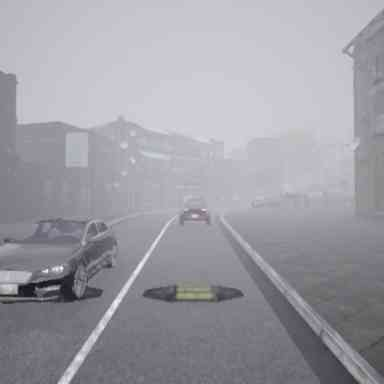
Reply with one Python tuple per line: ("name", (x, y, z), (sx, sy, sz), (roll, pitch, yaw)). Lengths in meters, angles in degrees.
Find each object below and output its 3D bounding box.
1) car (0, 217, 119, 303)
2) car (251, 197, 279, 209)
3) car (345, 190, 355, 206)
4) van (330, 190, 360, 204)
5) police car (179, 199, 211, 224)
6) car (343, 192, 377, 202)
("car", (-3.079, 1.387, 8.003), (2.128, 1.511, 4.902), (1, -1, 0))
("car", (9.207, 1.305, 39.626), (4.792, 1.488, 2.163), (0, -1, -35))
("car", (21.051, 0.676, 38.927), (2.435, 2.045, 5.566), (-3, -1, -12))
("van", (23.764, 0.740, 51.950), (1.878, 1.987, 4.442), (-3, -1, -12))
("police car", (0.275, 1.230, 22.252), (2.038, 1.542, 4.974), (0, 1, 3))
("car", (26.481, 0.811, 52.645), (2.231, 1.521, 4.892), (-3, -1, -12))
